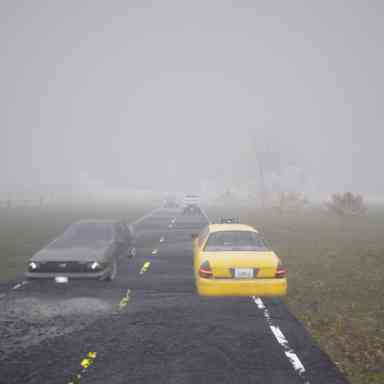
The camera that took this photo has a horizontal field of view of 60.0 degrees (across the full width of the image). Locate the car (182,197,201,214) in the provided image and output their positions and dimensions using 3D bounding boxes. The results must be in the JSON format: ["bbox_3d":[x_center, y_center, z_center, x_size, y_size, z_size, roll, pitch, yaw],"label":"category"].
[{"bbox_3d":[-0.009,1.518,34.900,1.812,1.442,4.674,0,0,0],"label":"car"}]

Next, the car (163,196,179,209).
[{"bbox_3d":[-2.865,1.342,46.348,2.097,1.767,4.553,0,0,0],"label":"car"}]

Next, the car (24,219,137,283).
[{"bbox_3d":[-2.874,1.545,9.979,2.033,1.411,5.357,0,0,0],"label":"car"}]

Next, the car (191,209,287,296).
[{"bbox_3d":[0.943,1.454,8.634,1.801,1.575,5.366,0,0,0],"label":"car"}]

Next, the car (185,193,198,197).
[{"bbox_3d":[-0.086,1.212,45.226,2.150,2.045,5.566,0,0,0],"label":"car"}]
